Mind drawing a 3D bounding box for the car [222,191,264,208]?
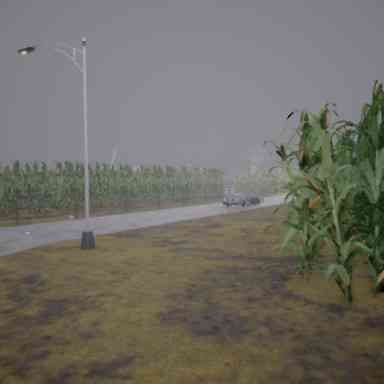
[{"bbox_3d":[4.761,0.627,30.593,2.033,1.411,5.357,1,2,35],"label":"car"}]
